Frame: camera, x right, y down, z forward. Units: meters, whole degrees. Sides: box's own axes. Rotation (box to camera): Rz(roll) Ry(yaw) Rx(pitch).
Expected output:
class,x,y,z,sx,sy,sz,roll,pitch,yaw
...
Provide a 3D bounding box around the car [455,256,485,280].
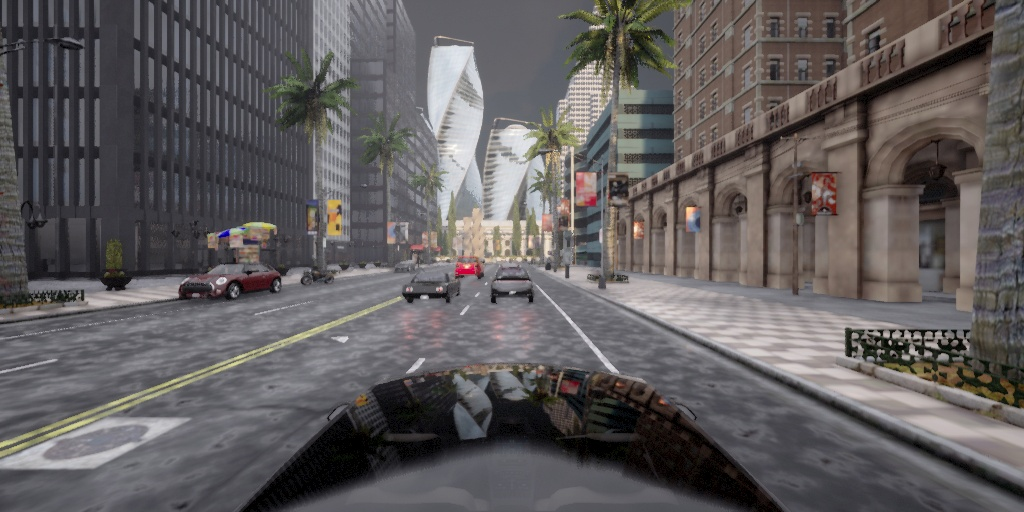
class,x,y,z,sx,sy,sz,roll,pitch,yaw
car,-3.670,1.005,31.548,2.150,2.045,5.566,0,0,-1

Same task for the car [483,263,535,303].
class,x,y,z,sx,sy,sz,roll,pitch,yaw
car,-0.007,1.242,16.557,2.128,1.511,4.902,0,0,-1

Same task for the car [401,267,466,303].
class,x,y,z,sx,sy,sz,roll,pitch,yaw
car,-3.507,1.363,16.549,1.895,1.301,4.718,0,0,-1
